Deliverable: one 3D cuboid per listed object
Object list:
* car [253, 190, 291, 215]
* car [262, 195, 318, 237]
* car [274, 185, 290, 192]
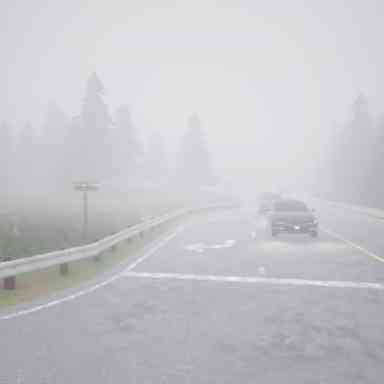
[{"bbox_3d":[5.908,0.872,25.032,2.128,1.511,4.902,0,1,9],"label":"car"},{"bbox_3d":[4.483,1.107,15.489,1.837,1.490,4.892,0,1,8],"label":"car"},{"bbox_3d":[14.151,-0.055,52.194,2.150,2.045,5.566,0,1,11],"label":"car"}]
